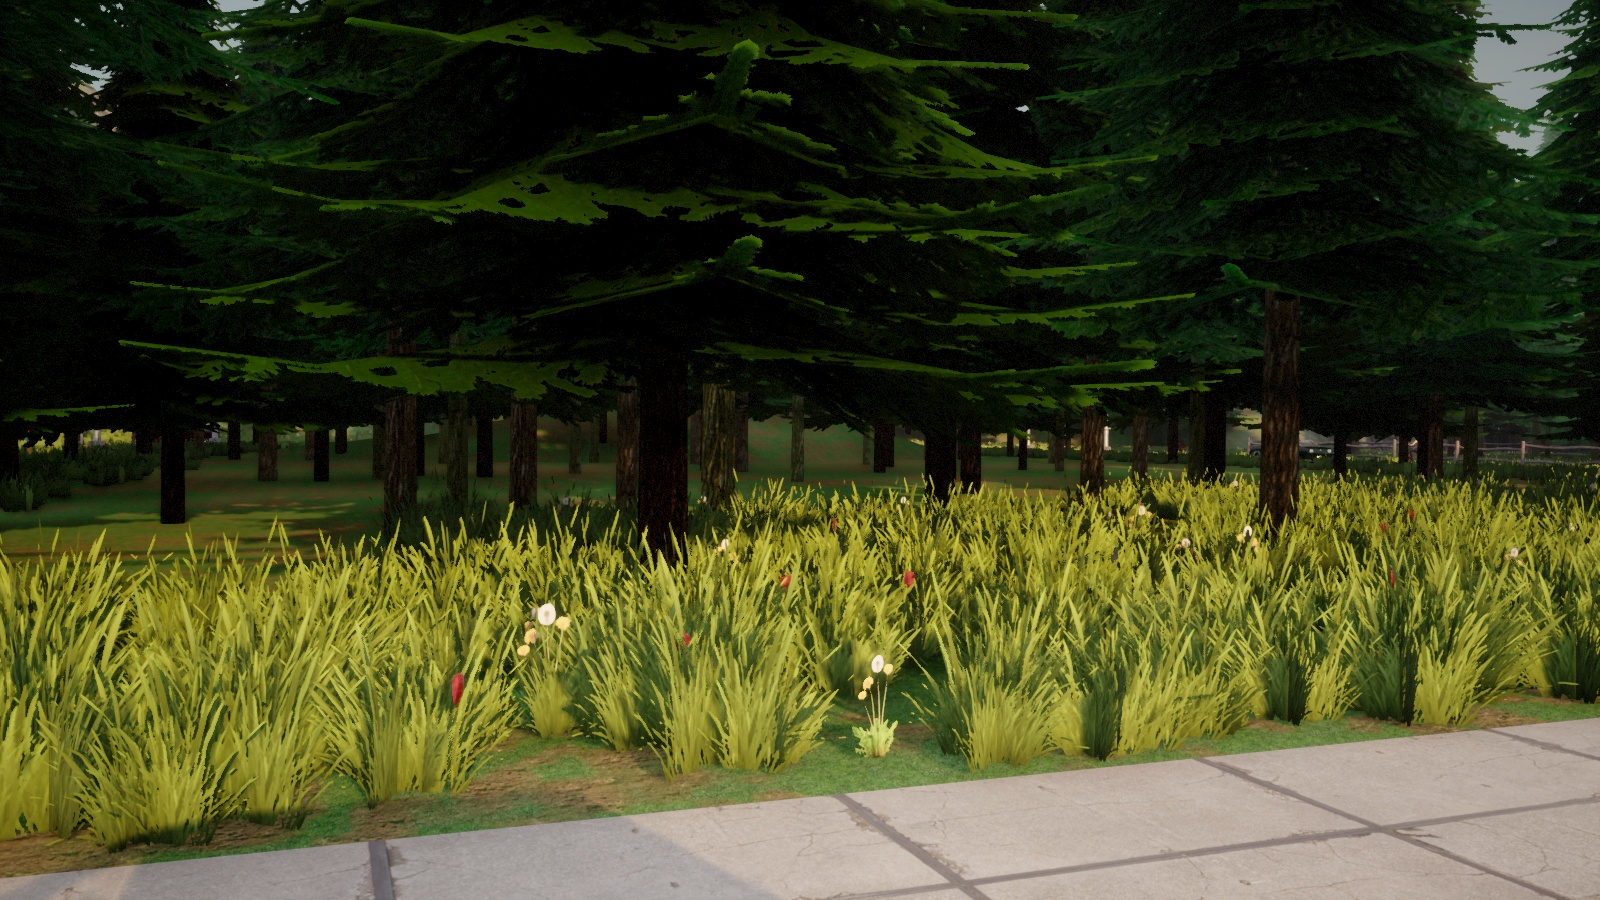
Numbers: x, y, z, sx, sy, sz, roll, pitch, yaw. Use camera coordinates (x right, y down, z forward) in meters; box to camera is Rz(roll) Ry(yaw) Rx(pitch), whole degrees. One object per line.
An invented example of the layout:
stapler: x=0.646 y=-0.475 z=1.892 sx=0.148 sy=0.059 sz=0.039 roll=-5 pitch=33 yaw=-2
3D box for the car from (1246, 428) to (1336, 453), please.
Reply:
car: x=26.716 y=-0.531 z=68.480 sx=1.895 sy=1.301 sz=4.718 roll=-1 pitch=1 yaw=-20

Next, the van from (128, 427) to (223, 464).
van: x=-36.106 y=-0.297 z=72.658 sx=2.069 sy=2.038 sz=4.480 roll=0 pitch=1 yaw=31
